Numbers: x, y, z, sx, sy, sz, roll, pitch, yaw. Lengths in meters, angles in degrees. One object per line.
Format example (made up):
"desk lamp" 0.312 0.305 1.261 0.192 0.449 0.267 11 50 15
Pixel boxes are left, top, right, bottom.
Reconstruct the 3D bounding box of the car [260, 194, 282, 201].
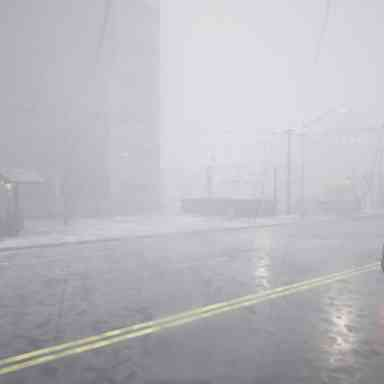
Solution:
"car" 17.809 1.313 74.716 4.786 1.482 2.161 0 0 -36

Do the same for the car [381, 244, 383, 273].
"car" 7.105 1.337 8.930 4.553 1.767 2.097 0 0 -35

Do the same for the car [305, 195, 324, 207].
"car" 16.861 1.194 47.504 4.553 1.767 2.185 0 0 -36

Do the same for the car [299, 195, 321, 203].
"car" 23.666 1.336 66.603 4.674 1.452 2.002 0 0 -36
